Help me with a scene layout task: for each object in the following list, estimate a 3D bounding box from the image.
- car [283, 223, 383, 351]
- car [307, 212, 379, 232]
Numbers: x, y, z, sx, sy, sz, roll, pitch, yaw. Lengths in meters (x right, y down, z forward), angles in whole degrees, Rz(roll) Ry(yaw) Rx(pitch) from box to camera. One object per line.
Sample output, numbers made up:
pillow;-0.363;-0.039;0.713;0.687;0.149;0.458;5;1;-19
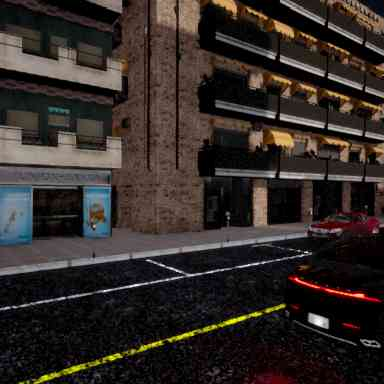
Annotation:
car;3.696;1.506;5.950;4.892;1.490;1.837;0;0;-35
car;7.172;1.583;15.538;4.206;1.307;1.802;0;0;-35
